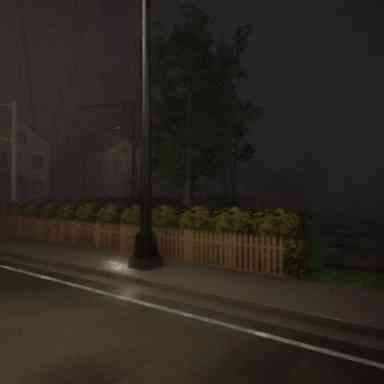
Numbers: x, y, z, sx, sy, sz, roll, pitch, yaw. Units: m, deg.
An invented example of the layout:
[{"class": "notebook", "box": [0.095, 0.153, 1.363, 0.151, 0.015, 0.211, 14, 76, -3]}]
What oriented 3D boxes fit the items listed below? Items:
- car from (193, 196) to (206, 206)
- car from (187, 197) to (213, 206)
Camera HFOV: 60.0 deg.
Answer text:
[{"class": "car", "box": [0.640, 1.359, 52.227, 2.097, 1.767, 4.553, 0, 0, 35]}, {"class": "car", "box": [1.552, 1.617, 59.716, 2.033, 1.411, 5.357, 0, 0, 35]}]
